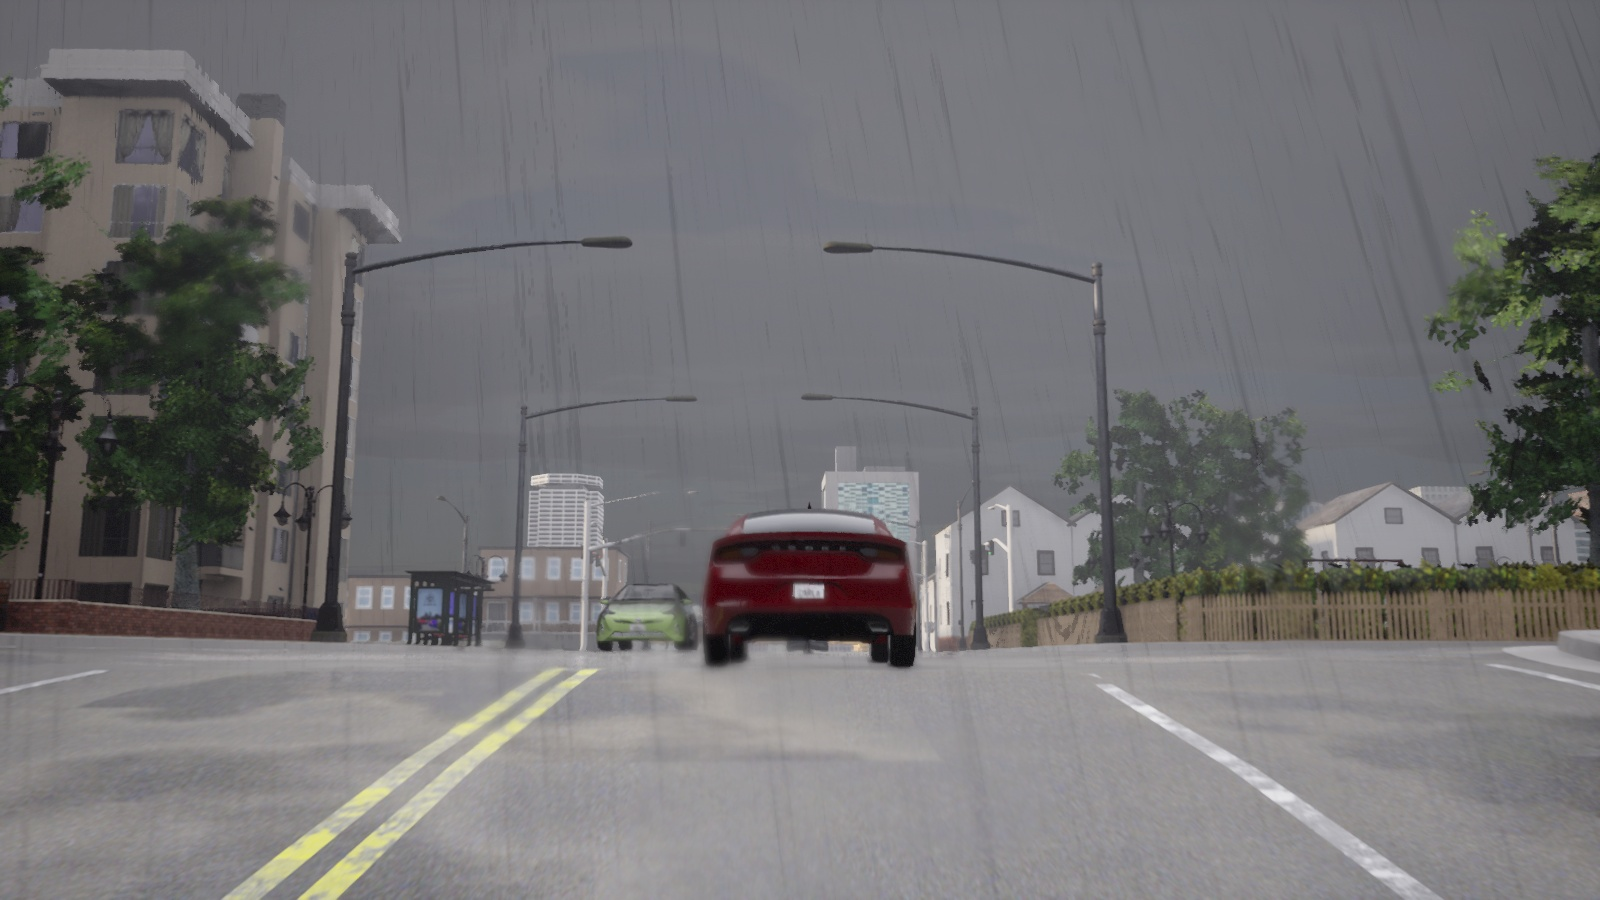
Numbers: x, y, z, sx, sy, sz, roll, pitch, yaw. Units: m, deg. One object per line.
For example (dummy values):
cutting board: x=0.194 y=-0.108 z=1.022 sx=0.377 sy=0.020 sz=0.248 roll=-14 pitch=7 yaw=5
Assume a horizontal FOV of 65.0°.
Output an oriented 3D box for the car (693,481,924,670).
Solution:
car: x=0.089 y=1.399 z=12.801 sx=1.882 sy=1.535 sz=5.008 roll=0 pitch=-9 yaw=0

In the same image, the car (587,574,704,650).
car: x=-3.327 y=3.678 z=27.956 sx=2.007 sy=1.525 sz=4.514 roll=0 pitch=-9 yaw=0

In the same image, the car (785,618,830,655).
car: x=0.349 y=8.810 z=59.172 sx=2.033 sy=1.649 sz=4.856 roll=0 pitch=-9 yaw=0
